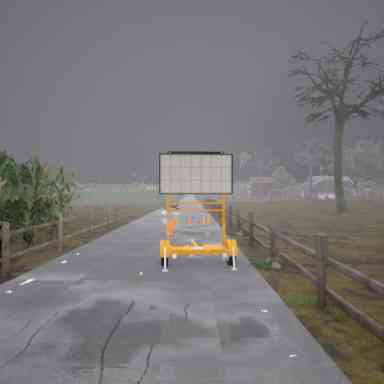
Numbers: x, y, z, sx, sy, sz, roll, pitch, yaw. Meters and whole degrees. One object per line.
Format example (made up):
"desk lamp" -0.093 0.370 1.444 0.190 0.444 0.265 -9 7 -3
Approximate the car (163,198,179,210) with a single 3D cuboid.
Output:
"car" -2.733 1.624 43.981 1.837 1.490 4.892 0 0 0

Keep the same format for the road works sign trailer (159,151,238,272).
"road works sign trailer" 0.115 0.475 10.936 2.380 3.560 2.880 0 0 -5
